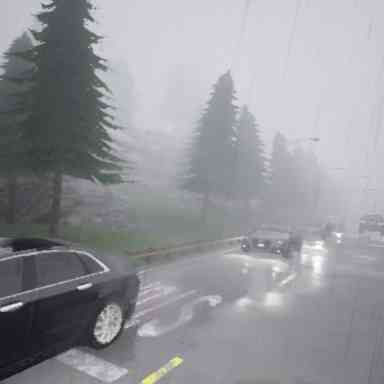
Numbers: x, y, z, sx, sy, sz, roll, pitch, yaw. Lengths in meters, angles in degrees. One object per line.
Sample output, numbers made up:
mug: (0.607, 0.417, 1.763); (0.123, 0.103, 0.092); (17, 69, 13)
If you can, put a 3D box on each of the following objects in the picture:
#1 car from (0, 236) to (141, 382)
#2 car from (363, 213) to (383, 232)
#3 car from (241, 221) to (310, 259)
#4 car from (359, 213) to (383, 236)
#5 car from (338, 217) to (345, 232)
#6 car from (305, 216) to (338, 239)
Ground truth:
car: (-2.590, 1.337, 3.878); (1.837, 1.490, 4.892); (4, -1, 29)
car: (23.611, 3.857, 43.271); (2.150, 2.045, 5.566); (4, -1, 29)
car: (3.809, 2.103, 15.305); (1.994, 1.385, 4.181); (4, -1, 30)
car: (18.379, 3.259, 33.847); (2.150, 2.045, 5.566); (4, -1, 30)
car: (15.030, 3.288, 35.241); (1.882, 1.535, 5.008); (4, -1, 30)
car: (9.578, 2.685, 25.592); (2.128, 1.511, 4.902); (4, -1, 29)
